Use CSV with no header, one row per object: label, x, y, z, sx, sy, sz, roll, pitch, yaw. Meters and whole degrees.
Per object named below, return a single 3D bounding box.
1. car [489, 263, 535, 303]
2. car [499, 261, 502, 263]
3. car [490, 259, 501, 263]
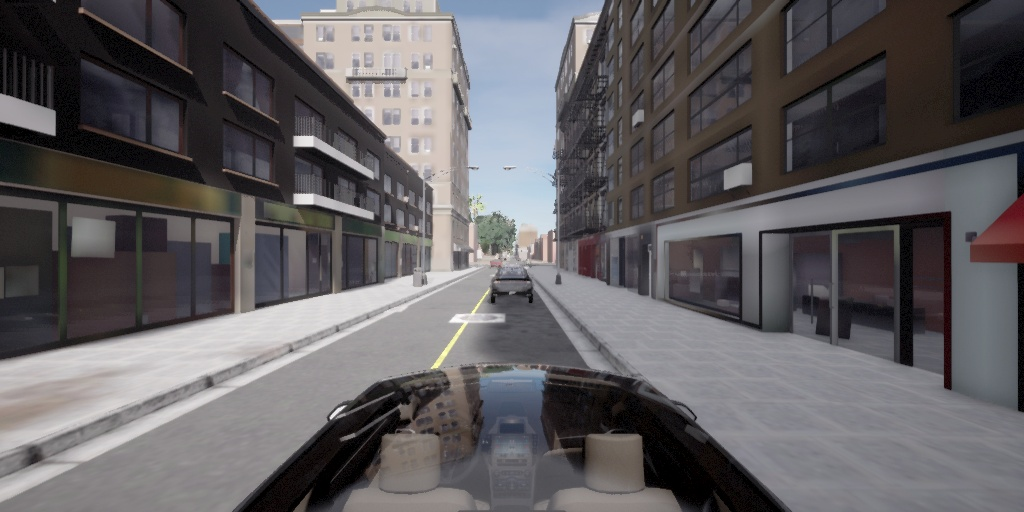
car,0.000,1.247,16.500,2.128,1.511,4.902,0,0,0
car,0.000,1.380,31.531,1.895,1.301,4.718,0,0,0
car,-2.750,1.316,62.501,1.882,1.535,5.008,0,0,0
